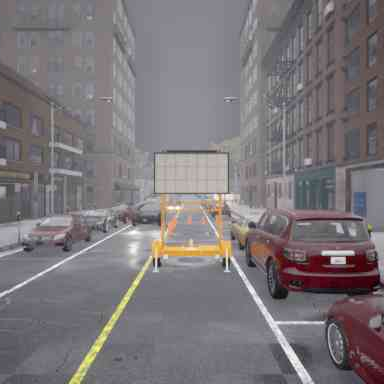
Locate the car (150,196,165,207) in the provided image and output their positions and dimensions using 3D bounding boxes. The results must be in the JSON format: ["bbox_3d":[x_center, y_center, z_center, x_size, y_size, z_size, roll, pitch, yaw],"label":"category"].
[{"bbox_3d":[-5.456,1.455,52.501,1.967,1.590,4.097,0,0,0],"label":"car"}]

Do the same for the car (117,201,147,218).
[{"bbox_3d":[-5.426,1.567,30.426,1.947,1.339,4.313,0,0,0],"label":"car"}]

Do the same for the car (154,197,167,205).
[{"bbox_3d":[-5.463,1.601,58.020,1.802,1.307,4.206,0,0,0],"label":"car"}]

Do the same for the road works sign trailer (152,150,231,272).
[{"bbox_3d":[-0.014,0.464,10.731,2.380,3.560,2.880,0,0,0],"label":"road works sign trailer"}]

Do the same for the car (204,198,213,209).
[{"bbox_3d":[2.591,1.584,35.958,1.802,1.307,4.206,0,0,0],"label":"car"}]

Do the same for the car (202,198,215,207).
[{"bbox_3d":[2.570,1.596,52.513,1.802,1.307,4.206,0,0,0],"label":"car"}]

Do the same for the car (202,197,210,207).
[{"bbox_3d":[2.584,1.531,41.647,1.752,1.417,4.829,0,0,0],"label":"car"}]

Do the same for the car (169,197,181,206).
[{"bbox_3d":[-2.819,1.508,53.962,2.128,1.511,4.902,0,0,0],"label":"car"}]

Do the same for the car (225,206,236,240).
[{"bbox_3d":[2.616,1.525,14.054,1.752,1.417,4.829,0,0,0],"label":"car"}]

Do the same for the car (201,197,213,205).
[{"bbox_3d":[2.563,1.585,58.032,1.947,1.339,4.313,0,0,0],"label":"car"}]

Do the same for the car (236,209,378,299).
[{"bbox_3d":[2.627,1.315,8.368,2.192,1.841,5.009,0,0,0],"label":"car"}]

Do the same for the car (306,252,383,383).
[{"bbox_3d":[2.634,1.582,2.849,1.802,1.307,4.206,0,0,0],"label":"car"}]

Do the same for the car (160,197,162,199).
[{"bbox_3d":[-5.448,1.535,46.812,1.752,1.417,4.829,0,0,0],"label":"car"}]

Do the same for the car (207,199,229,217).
[{"bbox_3d":[2.599,1.583,30.441,1.802,1.307,4.206,0,0,0],"label":"car"}]

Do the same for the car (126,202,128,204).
[{"bbox_3d":[-5.419,1.545,24.908,1.887,1.381,4.507,0,0,0],"label":"car"}]

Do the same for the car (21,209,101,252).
[{"bbox_3d":[-5.405,1.582,13.870,1.802,1.307,4.206,0,0,0],"label":"car"}]

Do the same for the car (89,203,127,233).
[{"bbox_3d":[-5.412,1.551,19.389,2.008,1.369,4.403,0,0,0],"label":"car"}]

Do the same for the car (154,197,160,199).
[{"bbox_3d":[-5.441,1.446,41.463,1.967,1.590,4.097,0,0,0],"label":"car"}]

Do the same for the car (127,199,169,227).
[{"bbox_3d":[-2.878,1.478,22.924,1.882,1.535,5.008,0,0,0],"label":"car"}]
